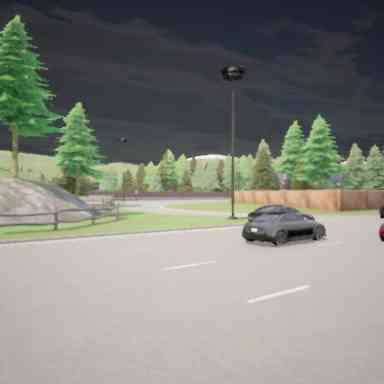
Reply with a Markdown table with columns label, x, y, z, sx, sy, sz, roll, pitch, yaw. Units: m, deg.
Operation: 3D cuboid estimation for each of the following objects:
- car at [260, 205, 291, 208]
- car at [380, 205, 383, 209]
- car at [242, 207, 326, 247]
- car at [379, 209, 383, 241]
| label | x | y | z | sx | sy | sz | roll | pitch | yaw |
| --- | --- | --- | --- | --- | --- | --- | --- | --- | --- |
| car | 5.567 | 1.561 | 20.617 | 4.892 | 1.490 | 1.837 | 0 | 0 | -35 |
| car | 18.768 | 1.616 | 30.034 | 4.892 | 1.490 | 1.837 | 0 | 0 | -35 |
| car | 4.304 | 1.606 | 15.422 | 4.181 | 1.385 | 1.994 | 0 | 0 | -35 |
| car | 10.619 | 1.624 | 15.621 | 4.181 | 1.385 | 1.994 | 0 | 0 | -35 |
